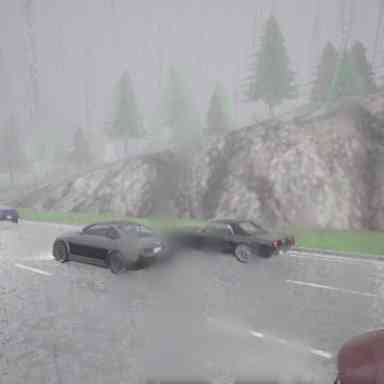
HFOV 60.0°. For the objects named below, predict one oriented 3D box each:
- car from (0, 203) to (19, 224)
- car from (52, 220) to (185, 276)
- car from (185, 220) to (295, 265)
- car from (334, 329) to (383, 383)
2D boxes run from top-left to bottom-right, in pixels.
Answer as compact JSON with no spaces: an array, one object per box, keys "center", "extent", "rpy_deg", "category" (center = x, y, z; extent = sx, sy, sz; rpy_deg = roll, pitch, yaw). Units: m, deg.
[{"center":[-14.095,1.520,23.743],"extent":[4.674,1.442,1.812],"rpy_deg":[0,0,38],"category":"car"},{"center":[-2.550,1.587,10.502],"extent":[4.181,1.385,1.994],"rpy_deg":[0,0,37],"category":"car"},{"center":[1.107,1.653,12.059],"extent":[4.718,1.301,1.895],"rpy_deg":[0,0,37],"category":"car"},{"center":[3.330,1.557,1.895],"extent":[4.674,1.442,1.812],"rpy_deg":[0,0,33],"category":"car"}]
